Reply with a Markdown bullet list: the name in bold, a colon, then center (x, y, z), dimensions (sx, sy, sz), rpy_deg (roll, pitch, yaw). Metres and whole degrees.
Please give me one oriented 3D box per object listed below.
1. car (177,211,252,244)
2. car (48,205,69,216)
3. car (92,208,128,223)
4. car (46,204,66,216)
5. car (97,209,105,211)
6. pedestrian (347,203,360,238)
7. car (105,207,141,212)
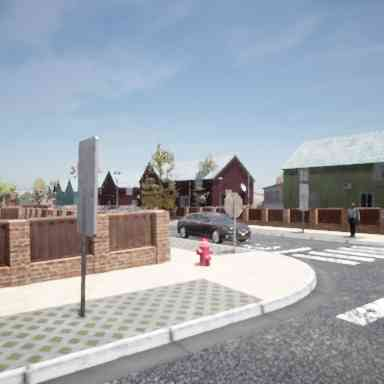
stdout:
- **car**: center (1.038, 1.824, 17.704), dimensions (1.837, 1.490, 4.892), rpy_deg (1, -2, -35)
- **car**: center (-16.565, 2.663, 42.174), dimensions (1.837, 1.490, 4.892), rpy_deg (1, -2, -35)
- **car**: center (-9.180, 2.526, 36.908), dimensions (2.033, 1.411, 5.357), rpy_deg (1, -2, -36)
- **car**: center (-23.017, 2.992, 56.052), dimensions (2.097, 1.767, 4.553), rpy_deg (1, -2, -36)
- **car**: center (-10.485, 2.345, 33.695), dimensions (1.882, 1.535, 5.008), rpy_deg (1, -2, -35)
- **pedestrian**: center (8.447, 1.458, 17.506), dimensions (0.375, 1.860, 0.375), rpy_deg (0, 0, -36)
- **car**: center (-4.681, 1.943, 25.661), dimensions (2.097, 1.767, 4.553), rpy_deg (1, -2, -36)
